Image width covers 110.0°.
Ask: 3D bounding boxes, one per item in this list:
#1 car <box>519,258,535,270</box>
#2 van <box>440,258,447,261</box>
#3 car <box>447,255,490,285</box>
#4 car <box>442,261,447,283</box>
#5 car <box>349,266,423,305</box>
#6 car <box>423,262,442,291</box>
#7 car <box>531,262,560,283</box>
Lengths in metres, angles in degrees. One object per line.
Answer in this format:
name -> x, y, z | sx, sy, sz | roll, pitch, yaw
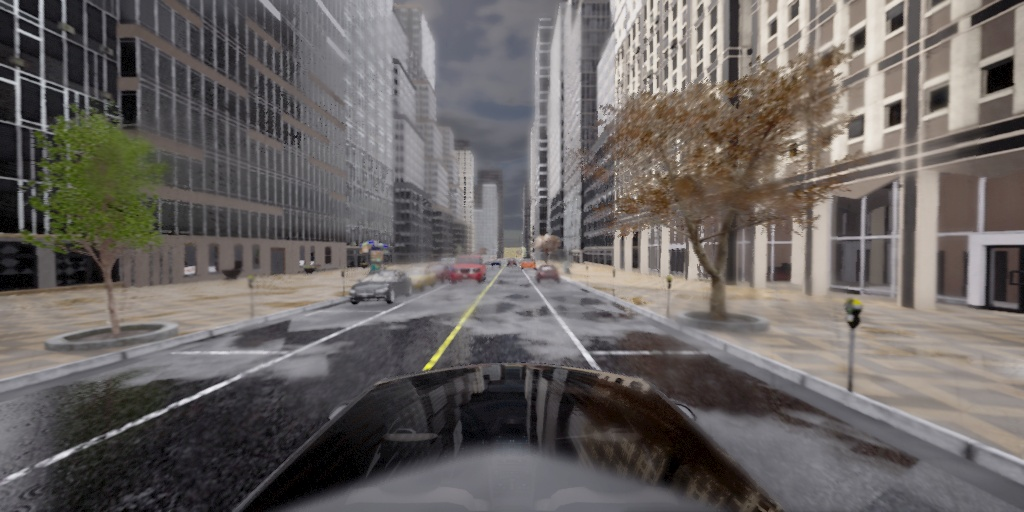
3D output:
car -> 2.386, 1.120, 53.154 | 2.097, 1.767, 4.553 | 0, 0, 0
van -> -5.690, 1.095, 32.932 | 1.690, 1.789, 3.998 | 0, 0, 0
car -> -3.096, 0.973, 26.577 | 2.150, 2.045, 5.566 | 0, 0, 0
car -> -5.690, 1.297, 27.308 | 1.888, 1.381, 4.507 | 0, 0, 0
car -> -5.690, 1.299, 16.058 | 2.007, 1.370, 4.403 | 0, 0, 0
car -> -5.690, 1.275, 21.514 | 1.751, 1.417, 4.829 | 0, 0, 0
car -> 2.691, 1.333, 27.309 | 1.802, 1.307, 4.207 | 0, 0, 0
